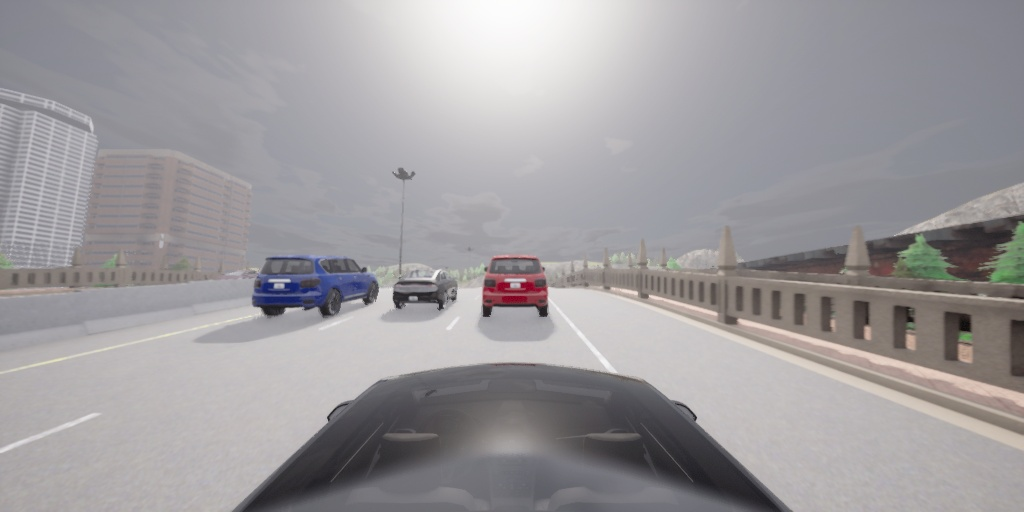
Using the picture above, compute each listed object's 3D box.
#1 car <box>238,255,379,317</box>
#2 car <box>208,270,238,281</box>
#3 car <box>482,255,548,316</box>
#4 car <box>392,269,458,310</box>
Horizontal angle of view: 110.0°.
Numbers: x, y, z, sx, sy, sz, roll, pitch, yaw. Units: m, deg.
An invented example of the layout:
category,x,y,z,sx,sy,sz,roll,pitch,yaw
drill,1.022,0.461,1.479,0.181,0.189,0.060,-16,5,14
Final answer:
category,x,y,z,sx,sy,sz,roll,pitch,yaw
car,-6.899,0.995,13.307,2.150,2.045,5.566,0,0,0
car,-21.096,1.831,27.851,1.812,1.442,4.674,0,-4,0
car,0.100,0.996,13.486,2.150,2.045,5.566,0,0,0
car,-3.400,1.279,14.788,2.128,1.511,4.902,0,-1,0
